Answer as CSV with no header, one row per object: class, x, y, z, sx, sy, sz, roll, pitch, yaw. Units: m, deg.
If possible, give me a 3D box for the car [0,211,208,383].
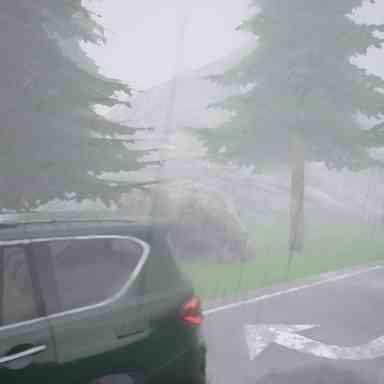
car,-2.463,1.221,2.252,5.566,2.045,2.150,0,0,-35
